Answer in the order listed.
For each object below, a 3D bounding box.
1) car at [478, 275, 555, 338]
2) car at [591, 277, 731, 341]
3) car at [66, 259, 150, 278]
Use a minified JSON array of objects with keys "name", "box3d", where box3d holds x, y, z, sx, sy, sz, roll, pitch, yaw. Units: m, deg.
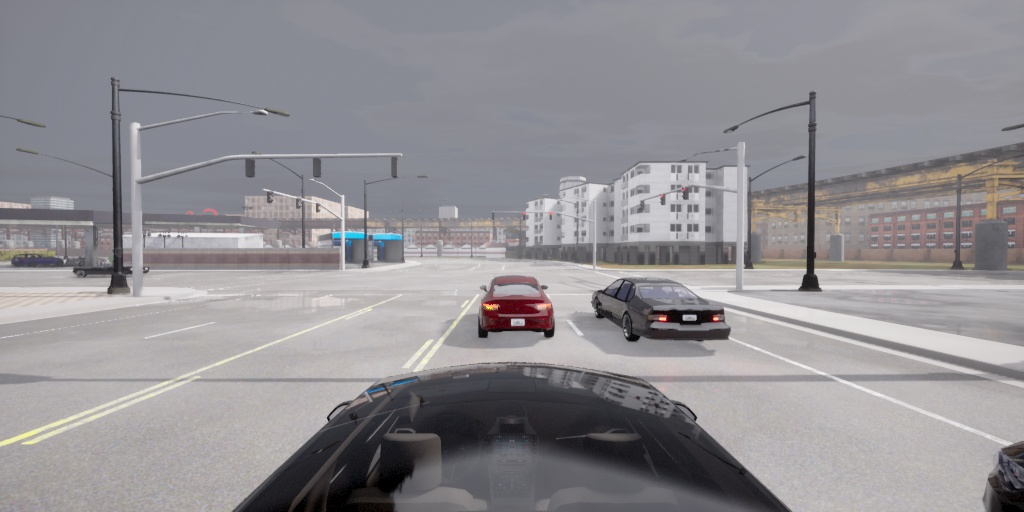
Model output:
[{"name":"car","box3d":[0.067,1.256,10.026,1.812,1.442,4.674,0,0,-1]},{"name":"car","box3d":[3.578,1.283,9.743,2.033,1.411,5.357,0,0,0]},{"name":"car","box3d":[-33.738,1.136,30.202,4.718,1.301,1.895,0,1,-1]}]
